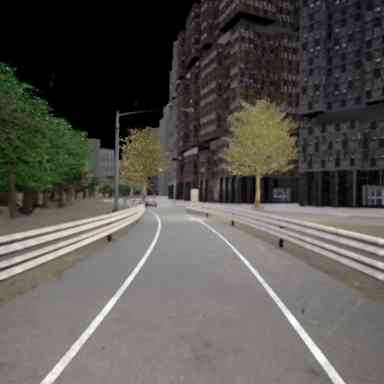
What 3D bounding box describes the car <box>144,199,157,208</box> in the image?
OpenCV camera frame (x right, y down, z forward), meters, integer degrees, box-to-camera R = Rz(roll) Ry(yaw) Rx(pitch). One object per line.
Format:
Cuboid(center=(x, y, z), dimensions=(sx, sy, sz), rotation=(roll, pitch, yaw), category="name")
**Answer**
Cuboid(center=(-7.519, 2.022, 59.084), dimensions=(2.033, 1.411, 5.357), rotation=(1, -1, -19), category="car")
